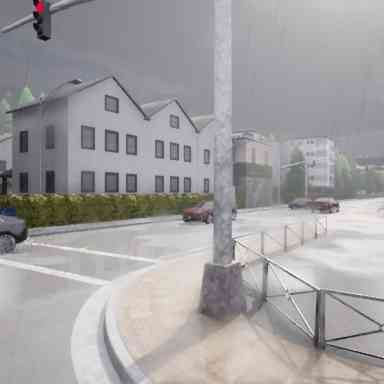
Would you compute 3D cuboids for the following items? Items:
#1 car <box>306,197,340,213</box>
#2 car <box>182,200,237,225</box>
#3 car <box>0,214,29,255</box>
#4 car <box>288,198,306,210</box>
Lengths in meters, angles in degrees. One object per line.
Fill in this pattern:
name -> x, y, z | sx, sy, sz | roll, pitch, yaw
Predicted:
car -> 13.506, 1.290, 33.617 | 1.882, 1.535, 5.008 | 0, 0, 35
car -> 1.310, 1.291, 22.757 | 1.882, 1.535, 5.008 | 0, 1, 36
car -> -7.614, 1.314, 10.186 | 2.128, 1.511, 4.902 | 0, 0, 35
car -> 13.040, 1.361, 39.230 | 2.033, 1.411, 5.357 | 0, 0, 36
